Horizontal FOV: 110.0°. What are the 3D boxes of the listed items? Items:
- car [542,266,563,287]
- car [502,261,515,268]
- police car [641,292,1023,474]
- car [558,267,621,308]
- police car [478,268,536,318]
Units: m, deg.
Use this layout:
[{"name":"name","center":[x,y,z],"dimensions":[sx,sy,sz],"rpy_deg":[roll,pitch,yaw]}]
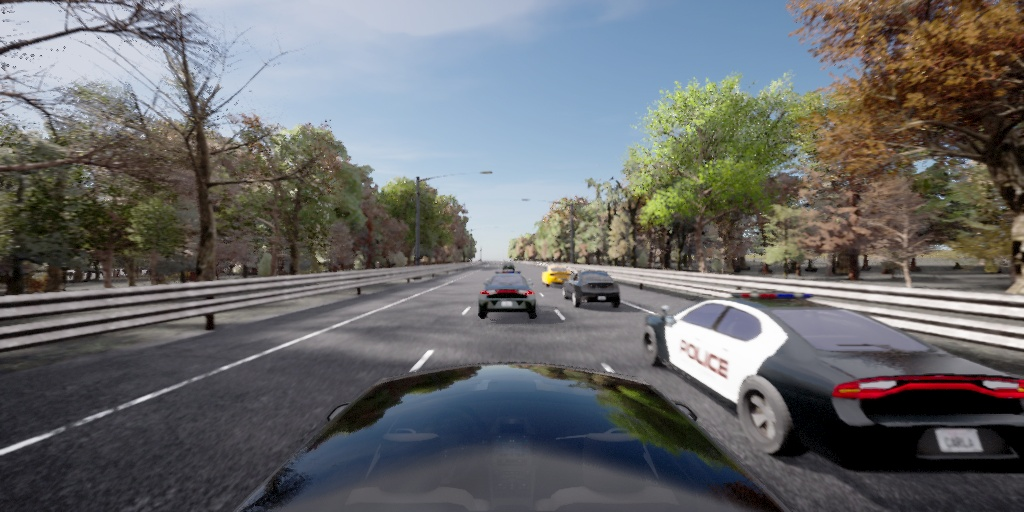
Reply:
[{"name":"car","center":[3.367,1.496,27.298],"dimensions":[1.882,1.535,5.008],"rpy_deg":[0,-1,-1]},{"name":"car","center":[-0.636,1.727,61.842],"dimensions":[2.097,1.767,4.553],"rpy_deg":[0,-1,-1]},{"name":"police car","center":[3.498,1.291,5.224],"dimensions":[2.038,1.542,4.974],"rpy_deg":[0,-1,0]},{"name":"car","center":[3.455,1.407,16.261],"dimensions":[1.837,1.490,4.892],"rpy_deg":[0,-1,0]},{"name":"police car","center":[-0.144,1.382,13.850],"dimensions":[2.038,1.542,4.974],"rpy_deg":[0,-1,0]}]
